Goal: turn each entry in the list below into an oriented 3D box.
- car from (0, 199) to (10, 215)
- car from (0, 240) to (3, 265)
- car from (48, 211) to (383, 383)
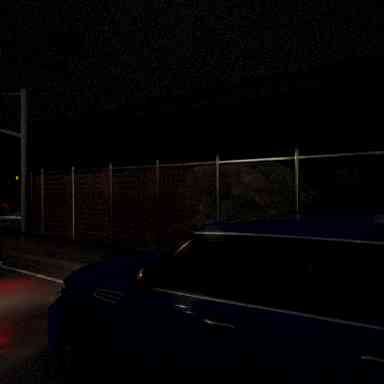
[{"bbox_3d":[-20.228,1.407,31.937,2.097,1.767,4.553,0,0,37],"label":"car"},{"bbox_3d":[-7.128,1.492,9.074,4.902,1.511,2.128,0,0,33],"label":"car"},{"bbox_3d":[0.887,1.221,3.358,5.566,2.045,2.150,0,0,35],"label":"car"}]
